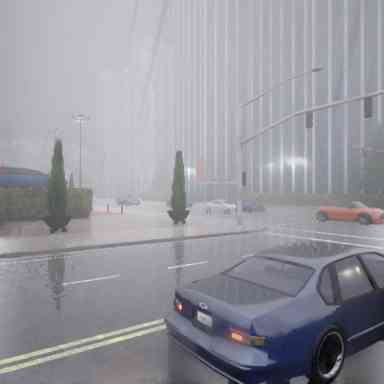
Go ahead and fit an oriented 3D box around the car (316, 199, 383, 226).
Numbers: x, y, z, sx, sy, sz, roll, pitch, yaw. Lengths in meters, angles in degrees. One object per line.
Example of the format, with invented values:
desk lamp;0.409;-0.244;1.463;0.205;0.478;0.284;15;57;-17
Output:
car;11.199;1.351;23.402;2.097;1.767;4.553;0;0;-36

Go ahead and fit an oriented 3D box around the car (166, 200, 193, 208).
car;-1.807;1.478;47.200;1.882;1.535;5.008;0;0;-36

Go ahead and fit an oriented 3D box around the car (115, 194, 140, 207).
car;-10.011;1.492;52.587;2.128;1.511;4.902;0;0;-36

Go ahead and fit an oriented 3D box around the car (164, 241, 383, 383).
car;2.203;1.547;5.375;5.357;1.411;2.033;0;0;-35

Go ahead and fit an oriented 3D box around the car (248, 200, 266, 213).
car;6.029;1.564;36.386;1.994;1.385;4.181;0;0;-36

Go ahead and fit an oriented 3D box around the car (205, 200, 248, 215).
car;3.229;1.526;34.324;1.812;1.442;4.674;0;0;-36
